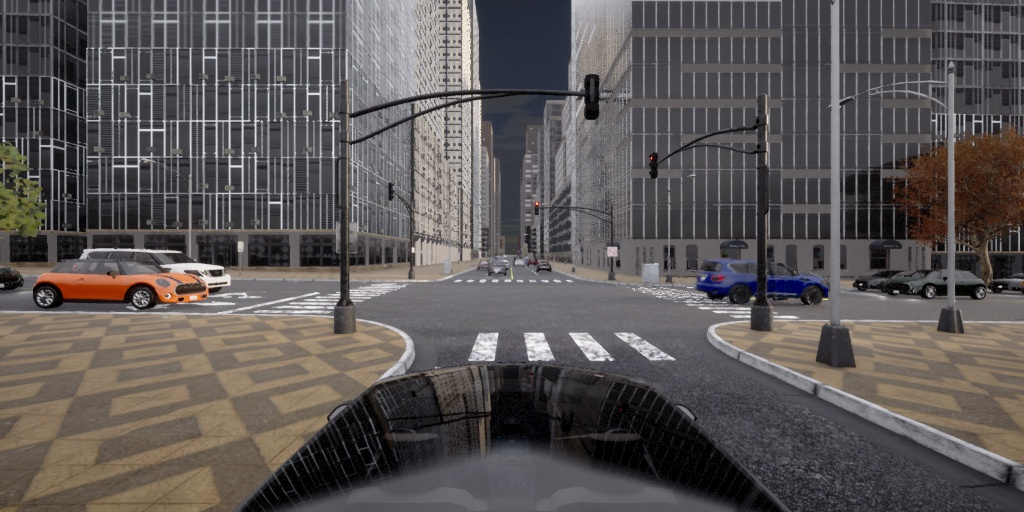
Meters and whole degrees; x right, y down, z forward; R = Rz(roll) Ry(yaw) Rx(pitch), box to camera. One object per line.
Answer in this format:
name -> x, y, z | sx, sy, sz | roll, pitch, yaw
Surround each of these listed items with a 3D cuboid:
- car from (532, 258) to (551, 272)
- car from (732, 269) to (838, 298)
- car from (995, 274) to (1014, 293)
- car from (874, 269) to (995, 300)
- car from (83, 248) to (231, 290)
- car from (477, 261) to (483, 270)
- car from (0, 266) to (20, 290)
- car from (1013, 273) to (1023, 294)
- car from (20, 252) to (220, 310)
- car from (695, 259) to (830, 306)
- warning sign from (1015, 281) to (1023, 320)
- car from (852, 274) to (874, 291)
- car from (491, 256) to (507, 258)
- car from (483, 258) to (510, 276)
car -> 3.954, 1.329, 45.317 | 1.948, 1.339, 4.313 | 0, 0, 0
car -> 15.810, 1.564, 20.910 | 4.892, 1.490, 1.837 | 1, 0, -4
car -> 36.442, 1.933, 25.085 | 4.892, 1.490, 1.837 | 1, 0, -2
car -> 24.981, 1.576, 21.316 | 4.553, 1.767, 2.097 | 1, 0, -3
car -> -15.927, 0.704, 15.992 | 5.566, 2.045, 2.150 | 1, 0, -3
car -> -3.995, 1.343, 50.815 | 1.802, 1.307, 4.207 | 0, 0, 0
car -> -24.621, 0.675, 15.599 | 4.553, 1.767, 2.097 | 1, 0, -2
car -> 34.566, 1.943, 21.749 | 5.357, 1.411, 2.033 | 1, 0, -2
car -> -13.726, 0.876, 12.839 | 4.553, 1.767, 2.097 | 1, 0, -3
car -> 11.756, 1.209, 17.092 | 5.566, 2.045, 2.150 | 1, 0, -1
warning sign -> 17.280, 1.204, 11.506 | 1.060, 1.860, 1.300 | 0, 0, -3
car -> 26.284, 1.751, 24.629 | 4.892, 1.490, 1.837 | 1, 0, -3
car -> -1.531, 0.983, 51.787 | 2.150, 2.045, 5.566 | 0, 0, 0
car -> -1.480, 1.258, 37.115 | 2.128, 1.511, 4.902 | 0, 0, 0
